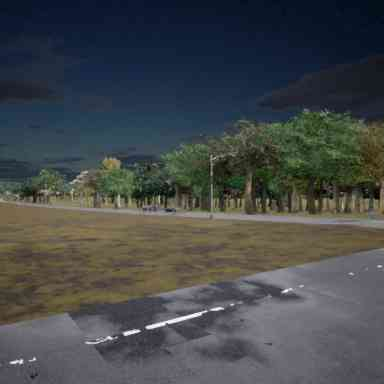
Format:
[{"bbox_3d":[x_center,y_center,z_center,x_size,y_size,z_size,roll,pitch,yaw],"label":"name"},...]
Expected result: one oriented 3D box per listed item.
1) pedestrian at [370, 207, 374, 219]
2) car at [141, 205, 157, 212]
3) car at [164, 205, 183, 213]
[{"bbox_3d":[19.252,2.203,35.553,0.375,1.300,0.375,-2,1,-33],"label":"pedestrian"},{"bbox_3d":[-9.263,3.559,71.755,1.837,1.490,4.892,1,-2,-33],"label":"car"},{"bbox_3d":[-3.494,3.250,63.143,2.128,1.511,4.902,1,-2,-33],"label":"car"}]
